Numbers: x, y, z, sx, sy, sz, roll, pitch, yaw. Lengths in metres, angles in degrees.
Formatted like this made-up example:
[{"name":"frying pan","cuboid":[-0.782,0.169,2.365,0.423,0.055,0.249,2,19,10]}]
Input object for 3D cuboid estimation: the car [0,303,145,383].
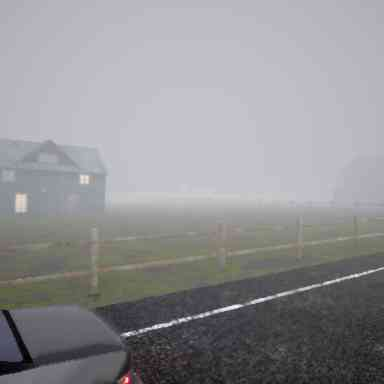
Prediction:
[{"name":"car","cuboid":[-2.927,1.536,1.900,5.357,1.411,2.033,1,0,-36]}]
